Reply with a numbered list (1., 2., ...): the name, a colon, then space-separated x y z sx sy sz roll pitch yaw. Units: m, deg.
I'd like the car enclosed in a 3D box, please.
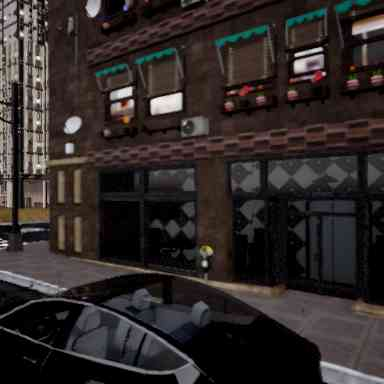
1. car: -0.872 1.564 3.505 4.313 1.339 1.947 0 0 36
